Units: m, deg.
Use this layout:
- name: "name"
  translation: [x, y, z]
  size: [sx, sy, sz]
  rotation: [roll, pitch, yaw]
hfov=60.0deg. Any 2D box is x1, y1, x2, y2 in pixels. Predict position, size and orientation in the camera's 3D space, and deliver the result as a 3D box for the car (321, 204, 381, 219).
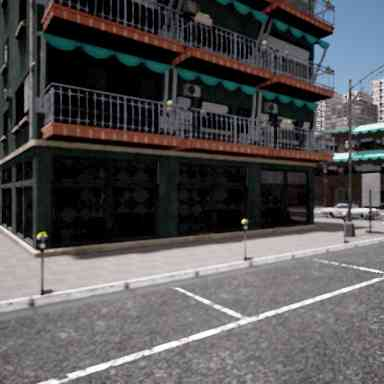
- name: "car"
  translation: [14.349, 1.738, 30.151]
  size: [1.895, 1.301, 4.718]
  rotation: [0, -1, -36]
